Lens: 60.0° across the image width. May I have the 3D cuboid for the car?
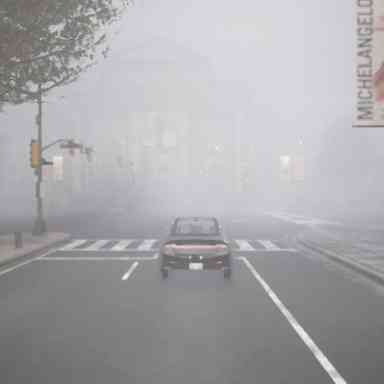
[{"bbox_3d":[0.117,1.485,10.046,2.128,1.511,4.902,0,0,1],"label":"car"}]
